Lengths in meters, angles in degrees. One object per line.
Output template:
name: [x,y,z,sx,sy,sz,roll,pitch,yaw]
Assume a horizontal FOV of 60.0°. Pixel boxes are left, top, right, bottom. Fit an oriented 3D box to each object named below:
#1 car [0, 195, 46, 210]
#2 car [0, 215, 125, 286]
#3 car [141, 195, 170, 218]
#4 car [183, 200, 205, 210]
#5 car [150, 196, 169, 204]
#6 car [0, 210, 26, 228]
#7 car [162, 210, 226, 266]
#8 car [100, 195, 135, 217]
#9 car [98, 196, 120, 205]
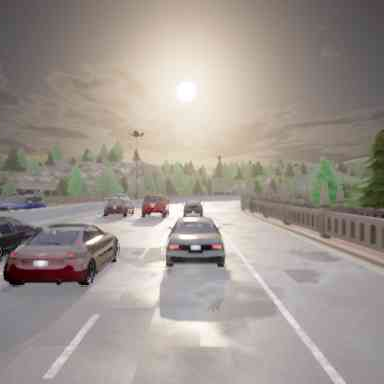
car: [-14.073,1.270,27.469,2.150,2.045,5.566,0,0,0]
car: [-3.403,1.581,9.491,1.994,1.385,4.181,0,0,0]
car: [-3.371,1.277,31.434,2.150,2.045,5.566,0,0,1]
car: [0.155,1.561,32.096,1.837,1.490,4.892,0,0,1]
car: [-6.651,1.601,69.057,1.837,1.490,4.892,0,0,22]
car: [-6.904,1.568,11.610,2.033,1.411,5.357,0,0,0]
car: [0.096,1.568,11.567,2.033,1.411,5.357,0,0,0]
car: [-6.847,1.407,31.796,2.097,1.767,4.553,0,0,1]
car: [-15.875,1.637,64.047,1.837,1.490,4.892,0,0,17]
